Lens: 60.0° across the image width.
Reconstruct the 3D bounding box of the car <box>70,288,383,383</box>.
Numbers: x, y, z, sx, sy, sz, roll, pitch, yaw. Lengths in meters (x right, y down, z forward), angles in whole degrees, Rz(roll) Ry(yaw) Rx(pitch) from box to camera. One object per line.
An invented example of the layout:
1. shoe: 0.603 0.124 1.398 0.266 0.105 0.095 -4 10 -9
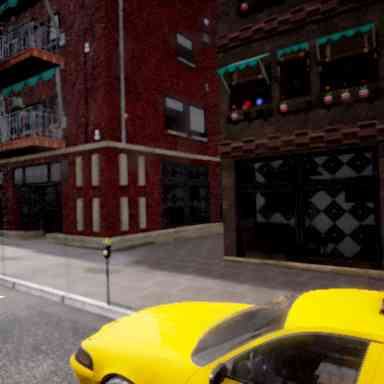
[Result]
1. car: 1.221 1.462 2.571 5.366 1.575 1.801 -1 -1 35
